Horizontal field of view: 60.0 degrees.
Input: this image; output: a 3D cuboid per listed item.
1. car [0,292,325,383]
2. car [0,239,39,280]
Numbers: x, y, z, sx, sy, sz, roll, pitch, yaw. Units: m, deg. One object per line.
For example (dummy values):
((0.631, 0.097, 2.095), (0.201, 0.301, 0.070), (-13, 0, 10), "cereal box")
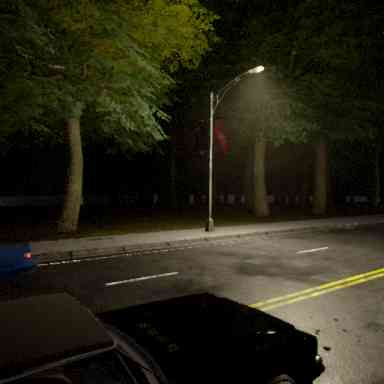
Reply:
((-1.021, 1.600, 2.712), (4.718, 1.301, 1.895), (0, 0, -35), "car")
((-6.308, 1.548, 7.181), (5.357, 1.411, 2.033), (0, 0, -35), "car")
